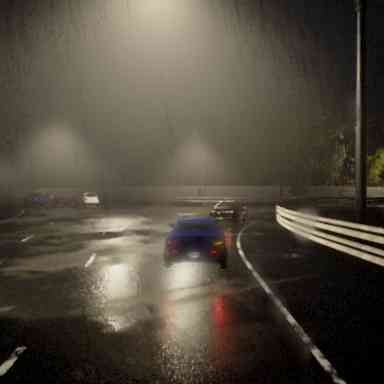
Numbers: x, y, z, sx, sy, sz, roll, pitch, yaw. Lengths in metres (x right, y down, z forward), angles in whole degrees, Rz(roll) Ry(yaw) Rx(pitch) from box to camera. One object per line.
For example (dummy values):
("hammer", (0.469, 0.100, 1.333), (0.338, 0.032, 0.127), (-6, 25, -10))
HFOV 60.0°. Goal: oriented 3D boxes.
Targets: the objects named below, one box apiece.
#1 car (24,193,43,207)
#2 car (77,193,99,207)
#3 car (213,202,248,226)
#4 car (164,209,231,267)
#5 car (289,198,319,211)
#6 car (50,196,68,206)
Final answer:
("car", (-23.668, 1.120, 49.646), (2.150, 2.045, 5.566), (0, 0, -32))
("car", (-15.655, 1.117, 49.952), (2.150, 2.045, 5.566), (0, 0, -30))
("car", (2.659, 1.440, 23.208), (2.128, 1.511, 4.902), (0, 0, 20))
("car", (0.172, 1.501, 11.156), (1.812, 1.442, 4.674), (0, 0, 3))
("car", (13.078, 1.437, 38.813), (4.674, 1.442, 1.812), (0, 0, -43))
("car", (-20.407, 1.373, 50.954), (1.882, 1.535, 5.008), (0, 0, -32))
